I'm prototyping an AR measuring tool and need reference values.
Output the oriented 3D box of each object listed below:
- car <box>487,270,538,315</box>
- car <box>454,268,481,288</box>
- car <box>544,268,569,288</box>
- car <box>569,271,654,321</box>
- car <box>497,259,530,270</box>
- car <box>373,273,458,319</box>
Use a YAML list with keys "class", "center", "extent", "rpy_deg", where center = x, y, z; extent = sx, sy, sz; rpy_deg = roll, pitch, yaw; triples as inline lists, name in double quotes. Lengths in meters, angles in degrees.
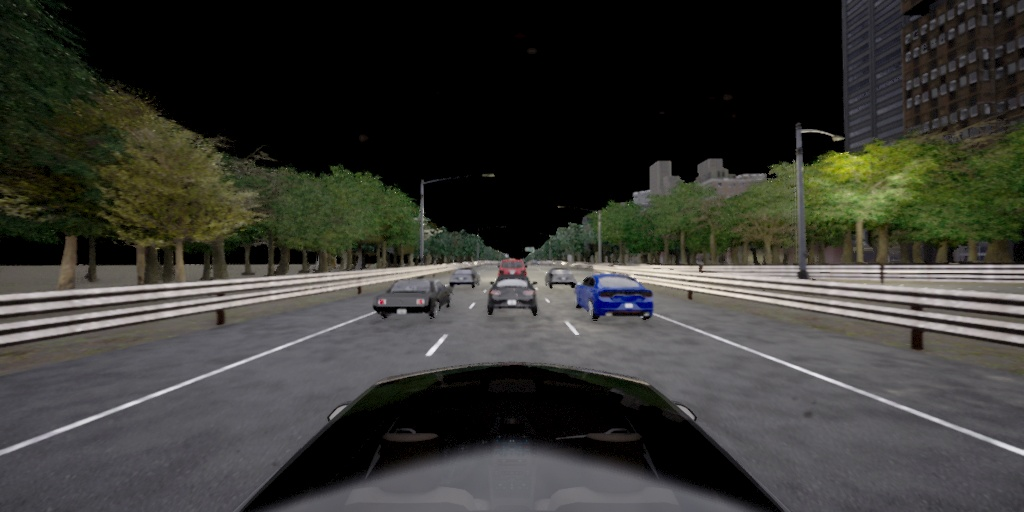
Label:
- class: "car"
  center: [0.054, 1.442, 14.403]
  extent: [1.812, 1.442, 4.674]
  rpy_deg: [0, -1, 1]
- class: "car"
  center: [-3.468, 1.619, 26.996]
  extent: [2.033, 1.411, 5.357]
  rpy_deg: [0, -1, 0]
- class: "car"
  center: [3.532, 1.619, 26.972]
  extent: [2.033, 1.411, 5.357]
  rpy_deg: [0, -1, 0]
- class: "car"
  center: [3.539, 1.379, 13.273]
  extent: [1.882, 1.535, 5.008]
  rpy_deg: [0, -1, 0]
- class: "car"
  center: [0.041, 1.307, 28.095]
  extent: [2.150, 2.045, 5.566]
  rpy_deg: [0, 0, 0]
- class: "car"
  center: [-3.458, 1.506, 13.552]
  extent: [1.895, 1.301, 4.718]
  rpy_deg: [0, -1, 0]
